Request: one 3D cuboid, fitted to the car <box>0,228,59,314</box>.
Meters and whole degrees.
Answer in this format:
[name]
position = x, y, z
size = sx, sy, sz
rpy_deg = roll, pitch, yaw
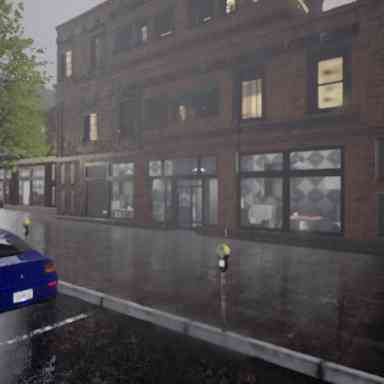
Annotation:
[car]
position = -4.467, 1.396, 6.486
size = 4.674, 1.442, 1.812
rpy_deg = 1, 1, 36
